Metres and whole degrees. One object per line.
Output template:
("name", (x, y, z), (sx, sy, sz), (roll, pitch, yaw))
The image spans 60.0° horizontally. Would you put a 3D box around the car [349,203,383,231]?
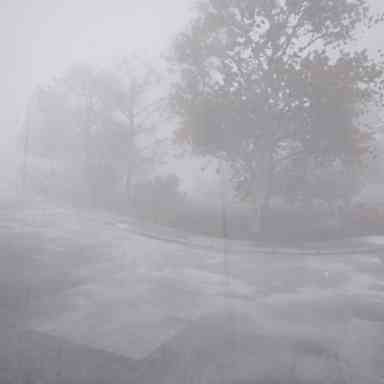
("car", (14.897, 1.901, 24.994), (5.566, 2.045, 2.435), (0, -2, 31))
